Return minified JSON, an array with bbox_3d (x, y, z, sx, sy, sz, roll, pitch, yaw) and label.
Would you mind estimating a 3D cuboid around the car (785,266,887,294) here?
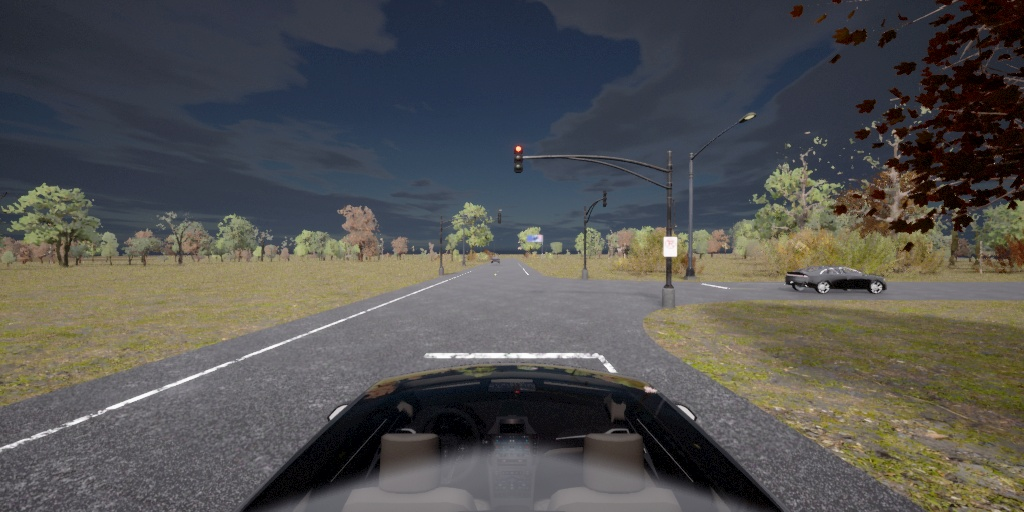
[{"bbox_3d":[18.327,1.308,20.373,4.902,1.511,2.128,0,1,0],"label":"car"}]
